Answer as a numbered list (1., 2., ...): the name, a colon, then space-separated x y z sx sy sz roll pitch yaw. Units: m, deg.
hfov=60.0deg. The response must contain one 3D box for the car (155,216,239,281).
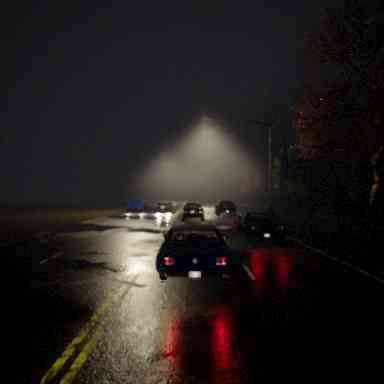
1. car: 0.061 1.635 9.949 1.895 1.301 4.718 0 0 0

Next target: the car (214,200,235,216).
1. car: 3.338 1.599 33.907 1.837 1.490 4.892 -1 0 0

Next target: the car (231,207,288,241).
1. car: 3.345 1.651 17.053 1.895 1.301 4.718 0 0 0

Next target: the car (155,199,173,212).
1. car: -3.348 1.609 40.465 2.128 1.511 4.902 0 0 0

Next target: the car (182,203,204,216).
1. car: 0.083 1.637 28.774 2.033 1.411 5.357 0 0 0

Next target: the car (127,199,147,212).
1. car: -6.599 1.595 40.128 1.882 1.535 5.008 0 0 0
